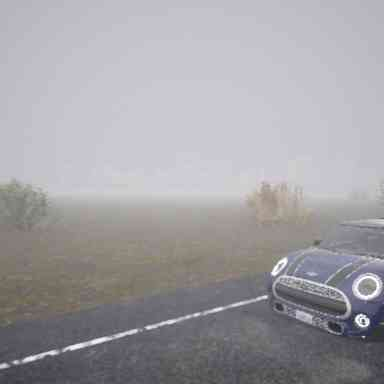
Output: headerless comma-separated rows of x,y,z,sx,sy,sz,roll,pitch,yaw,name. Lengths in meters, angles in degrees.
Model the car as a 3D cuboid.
3.590,1.354,6.466,4.553,1.767,2.097,0,0,-35,car
